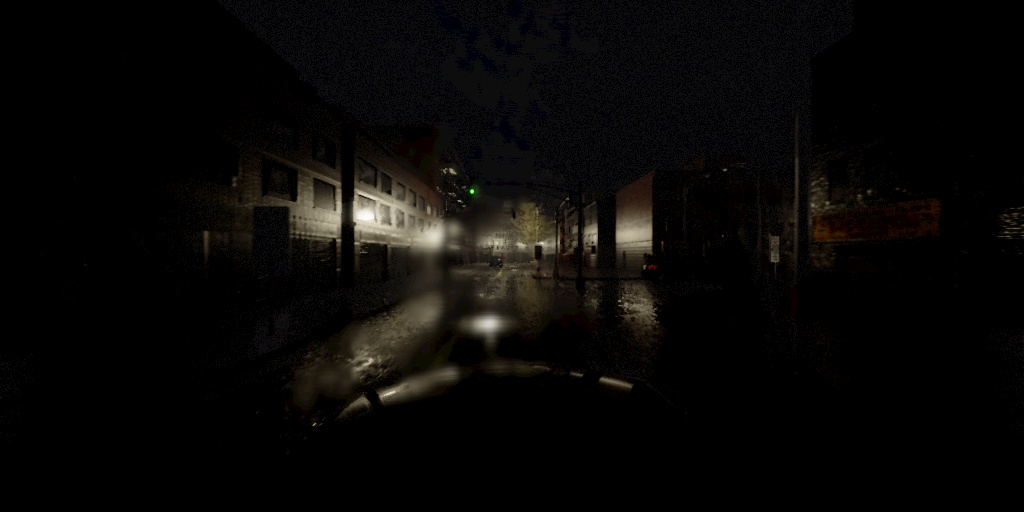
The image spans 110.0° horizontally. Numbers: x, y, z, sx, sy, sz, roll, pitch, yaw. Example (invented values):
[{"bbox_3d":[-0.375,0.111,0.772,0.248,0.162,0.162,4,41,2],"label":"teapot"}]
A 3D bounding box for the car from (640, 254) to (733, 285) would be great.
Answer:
[{"bbox_3d":[11.424,0.889,23.714,5.566,2.045,2.150,0,0,0],"label":"car"}]

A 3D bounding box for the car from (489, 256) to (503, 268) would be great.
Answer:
[{"bbox_3d":[-2.785,0.943,62.703,2.150,2.045,5.566,0,0,1],"label":"car"}]
